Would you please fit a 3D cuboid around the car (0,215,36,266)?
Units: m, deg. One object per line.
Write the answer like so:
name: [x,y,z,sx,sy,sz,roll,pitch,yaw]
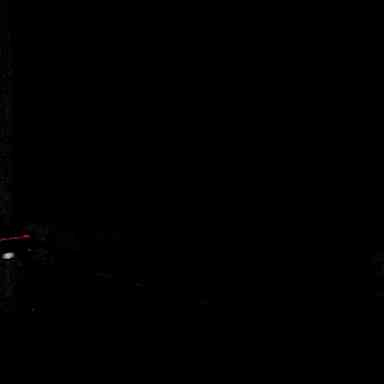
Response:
car: [-6.671,1.460,10.330,4.902,1.511,2.128,0,0,40]
